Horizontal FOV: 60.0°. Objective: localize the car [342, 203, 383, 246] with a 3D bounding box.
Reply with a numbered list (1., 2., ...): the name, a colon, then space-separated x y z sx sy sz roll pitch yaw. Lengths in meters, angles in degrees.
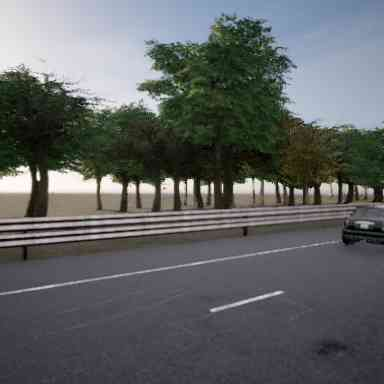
1. car: 8.354 1.326 13.999 4.553 1.767 2.097 0 0 -36
